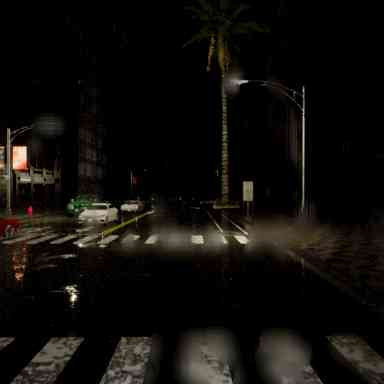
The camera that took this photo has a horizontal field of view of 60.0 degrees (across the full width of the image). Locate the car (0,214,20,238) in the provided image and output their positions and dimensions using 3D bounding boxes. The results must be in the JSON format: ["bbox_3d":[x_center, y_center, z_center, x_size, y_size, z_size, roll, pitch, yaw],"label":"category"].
[{"bbox_3d":[-9.788,1.603,14.834,1.895,1.301,4.718,0,0,0],"label":"car"}]

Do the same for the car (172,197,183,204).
[{"bbox_3d":[-2.878,1.633,67.651,1.994,1.385,4.181,0,0,0],"label":"car"}]

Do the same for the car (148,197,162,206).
[{"bbox_3d":[-6.270,1.593,57.215,2.033,1.411,5.357,0,0,0],"label":"car"}]

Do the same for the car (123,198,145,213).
[{"bbox_3d":[-6.447,1.614,36.515,1.895,1.301,4.718,0,0,1],"label":"car"}]

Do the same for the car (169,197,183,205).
[{"bbox_3d":[-2.920,1.610,57.693,1.994,1.385,4.181,0,0,1],"label":"car"}]

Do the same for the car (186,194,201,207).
[{"bbox_3d":[0.223,1.259,53.399,2.150,2.045,5.566,0,0,0],"label":"car"}]

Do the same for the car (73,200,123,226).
[{"bbox_3d":[-6.501,1.531,23.589,1.812,1.442,4.674,0,0,0],"label":"car"}]

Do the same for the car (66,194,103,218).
[{"bbox_3d":[-9.721,1.230,30.846,2.150,2.045,5.566,0,0,0],"label":"car"}]
